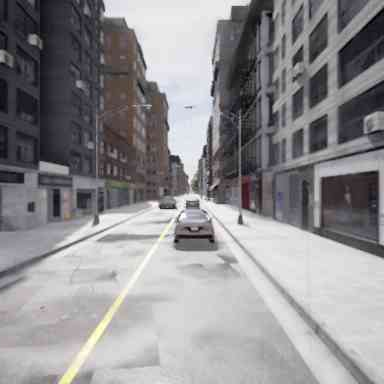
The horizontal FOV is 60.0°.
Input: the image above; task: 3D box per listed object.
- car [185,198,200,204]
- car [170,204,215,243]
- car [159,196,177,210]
[{"bbox_3d":[0.089,1.488,44.262,2.128,1.511,4.902,0,0,0],"label":"car"},{"bbox_3d":[0.097,1.545,16.106,2.033,1.411,5.357,0,0,0],"label":"car"},{"bbox_3d":[-3.089,1.348,42.866,2.097,1.767,4.553,0,0,0],"label":"car"}]
